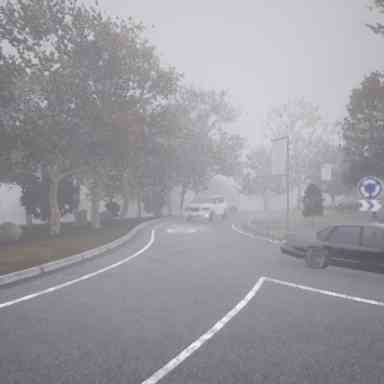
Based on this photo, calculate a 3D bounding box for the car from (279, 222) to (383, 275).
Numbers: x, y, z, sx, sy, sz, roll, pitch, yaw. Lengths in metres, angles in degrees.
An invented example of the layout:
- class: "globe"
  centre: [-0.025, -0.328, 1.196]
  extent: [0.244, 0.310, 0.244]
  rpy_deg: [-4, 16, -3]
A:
- class: "car"
  centre: [5.123, 1.575, 9.259]
  extent: [2.033, 1.411, 5.357]
  rpy_deg: [0, 0, -43]

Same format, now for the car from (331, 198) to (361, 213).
- class: "car"
  centre: [18.121, 1.360, 37.381]
  extent: [4.553, 1.767, 2.097]
  rpy_deg: [-1, 0, 8]

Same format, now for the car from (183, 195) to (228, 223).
- class: "car"
  centre: [1.247, 1.290, 27.100]
  extent: [2.150, 2.045, 5.566]
  rpy_deg: [-1, 0, 23]
